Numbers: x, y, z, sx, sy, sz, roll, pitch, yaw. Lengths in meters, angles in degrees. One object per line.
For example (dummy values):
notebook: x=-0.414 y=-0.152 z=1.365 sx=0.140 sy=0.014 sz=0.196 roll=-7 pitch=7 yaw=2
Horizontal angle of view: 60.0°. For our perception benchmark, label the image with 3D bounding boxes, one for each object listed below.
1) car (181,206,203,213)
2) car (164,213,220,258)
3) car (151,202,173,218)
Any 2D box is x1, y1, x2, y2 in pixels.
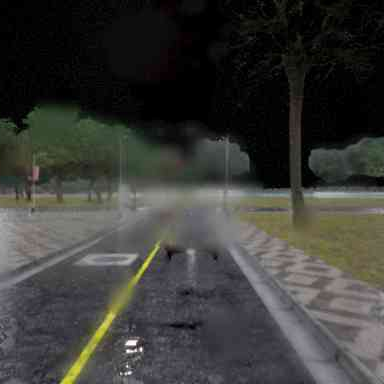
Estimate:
car: x=0.026 y=1.876 z=28.261 sx=1.895 sy=1.301 sz=4.718 roll=0 pitch=-1 yaw=0
car: x=0.023 y=1.730 z=13.266 sx=1.895 sy=1.301 sz=4.718 roll=0 pitch=-1 yaw=0
car: x=-3.021 y=1.806 z=33.808 sx=1.882 sy=1.535 sz=5.008 roll=0 pitch=-1 yaw=1
